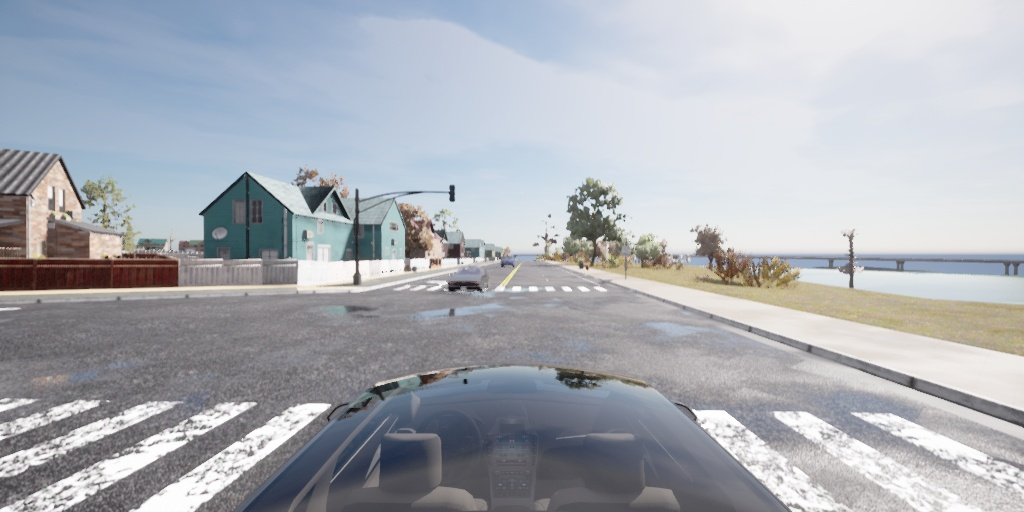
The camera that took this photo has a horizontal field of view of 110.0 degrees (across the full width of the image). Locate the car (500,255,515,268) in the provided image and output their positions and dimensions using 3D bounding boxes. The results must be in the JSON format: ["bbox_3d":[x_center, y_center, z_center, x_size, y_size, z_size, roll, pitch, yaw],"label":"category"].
[{"bbox_3d":[-0.698,0.912,60.716,2.150,2.045,5.566,0,0,2],"label":"car"}]

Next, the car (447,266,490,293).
[{"bbox_3d":[-2.371,1.280,20.994,2.033,1.411,5.357,0,0,2],"label":"car"}]
